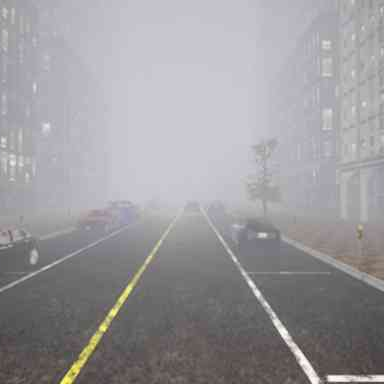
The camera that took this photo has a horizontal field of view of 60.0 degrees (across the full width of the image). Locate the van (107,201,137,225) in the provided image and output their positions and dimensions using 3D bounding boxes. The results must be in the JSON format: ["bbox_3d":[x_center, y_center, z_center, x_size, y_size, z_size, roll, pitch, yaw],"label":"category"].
[{"bbox_3d":[-5.695,1.563,26.133,1.690,1.788,3.998,0,0,0],"label":"van"}]

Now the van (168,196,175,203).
[{"bbox_3d":[-5.715,2.108,94.436,1.690,1.788,3.998,0,0,0],"label":"van"}]

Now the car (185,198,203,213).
[{"bbox_3d":[0.087,1.826,41.565,1.882,1.535,5.008,0,-1,0],"label":"car"}]

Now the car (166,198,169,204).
[{"bbox_3d":[-5.706,2.064,60.283,1.947,1.339,4.313,0,0,0],"label":"car"}]

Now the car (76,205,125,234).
[{"bbox_3d":[-5.694,1.719,20.439,1.887,1.381,4.507,0,0,0],"label":"car"}]

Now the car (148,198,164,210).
[{"bbox_3d":[-5.702,1.848,48.899,1.967,1.590,4.097,0,0,0],"label":"car"}]

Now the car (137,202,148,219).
[{"bbox_3d":[-5.697,1.851,31.823,1.802,1.307,4.206,0,0,0],"label":"car"}]

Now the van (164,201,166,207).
[{"bbox_3d":[-5.703,1.794,54.593,1.690,1.788,3.998,0,0,0],"label":"van"}]

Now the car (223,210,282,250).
[{"bbox_3d":[2.689,1.693,14.736,1.947,1.339,4.313,0,0,0],"label":"car"}]

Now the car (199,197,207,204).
[{"bbox_3d":[2.669,2.118,83.038,1.967,1.590,4.097,0,0,0],"label":"car"}]

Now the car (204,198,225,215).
[{"bbox_3d":[2.683,1.756,37.504,1.967,1.590,4.097,0,0,0],"label":"car"}]

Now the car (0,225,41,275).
[{"bbox_3d":[-5.690,1.629,9.055,2.008,1.369,4.403,0,0,0],"label":"car"}]

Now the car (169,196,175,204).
[{"bbox_3d":[-5.712,2.202,82.880,1.752,1.417,4.829,0,0,0],"label":"car"}]
